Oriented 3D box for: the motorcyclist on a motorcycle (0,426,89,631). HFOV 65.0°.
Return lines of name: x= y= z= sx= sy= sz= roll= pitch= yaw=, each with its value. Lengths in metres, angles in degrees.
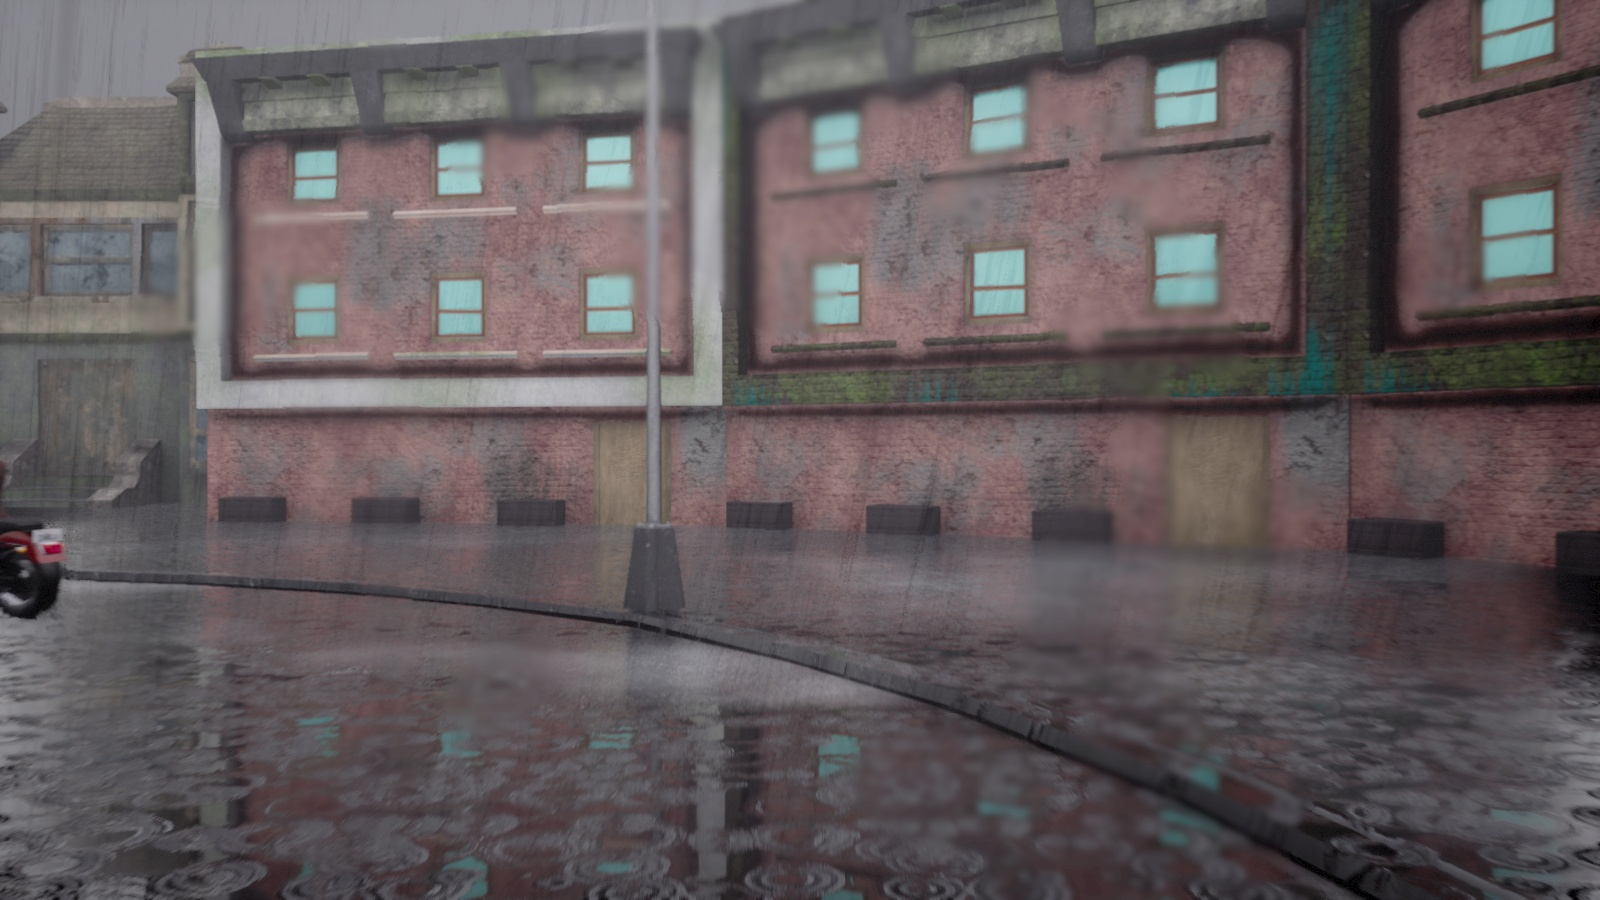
motorcyclist on a motorcycle: x=-7.381 y=0.628 z=10.892 sx=2.350 sy=1.649 sz=0.766 roll=0 pitch=1 yaw=21
